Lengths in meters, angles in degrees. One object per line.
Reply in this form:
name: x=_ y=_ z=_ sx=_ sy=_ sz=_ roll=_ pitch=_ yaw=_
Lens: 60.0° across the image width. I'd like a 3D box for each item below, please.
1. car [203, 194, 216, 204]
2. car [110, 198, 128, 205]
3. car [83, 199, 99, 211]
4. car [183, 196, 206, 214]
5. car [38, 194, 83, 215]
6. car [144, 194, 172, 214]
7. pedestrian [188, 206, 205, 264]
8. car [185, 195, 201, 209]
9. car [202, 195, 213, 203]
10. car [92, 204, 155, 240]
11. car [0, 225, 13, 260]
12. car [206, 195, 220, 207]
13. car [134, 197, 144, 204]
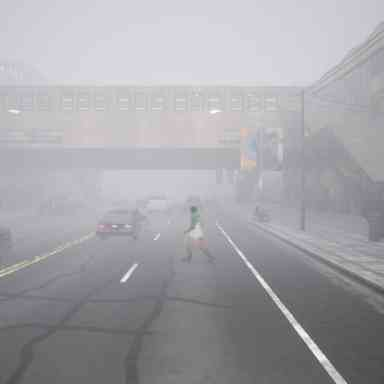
car: x=3.269 y=1.354 z=63.283 sx=2.185 sy=1.767 sz=4.553 roll=0 pitch=0 yaw=0
car: x=-10.424 y=1.564 z=47.707 sx=1.994 sy=1.385 sz=4.181 roll=0 pitch=0 yaw=1
car: x=-13.537 y=1.595 z=41.309 sx=1.895 sy=1.301 sz=4.718 roll=0 pitch=0 yaw=0
car: x=0.169 y=1.352 z=36.168 sx=2.097 sy=1.767 sz=4.553 roll=0 pitch=0 yaw=1
car: x=-13.505 y=1.229 z=33.913 sx=2.435 sy=2.045 sz=5.566 roll=0 pitch=0 yaw=0
car: x=-3.341 y=1.221 z=35.252 sx=2.150 sy=2.045 sz=5.566 roll=0 pitch=0 yaw=1
pedestrian: x=0.127 y=1.294 z=10.434 sx=0.375 sy=1.860 sz=0.375 roll=0 pitch=0 yaw=0
car: x=0.208 y=1.352 z=47.157 sx=2.097 sy=1.767 sz=4.553 roll=0 pitch=0 yaw=1
car: x=3.142 y=1.480 z=69.708 sx=2.097 sy=1.535 sz=5.008 roll=0 pitch=0 yaw=0
car: x=-3.377 y=1.547 z=16.992 sx=2.033 sy=1.411 sz=5.357 roll=0 pitch=0 yaw=0
car: x=-7.087 y=1.526 z=9.732 sx=1.812 sy=1.442 sz=4.674 roll=0 pitch=0 yaw=0
car: x=3.214 y=1.481 z=52.507 sx=2.231 sy=1.521 sz=4.892 roll=0 pitch=0 yaw=10
car: x=-6.928 y=1.477 z=47.266 sx=1.882 sy=1.535 sz=5.008 roll=0 pitch=0 yaw=1
